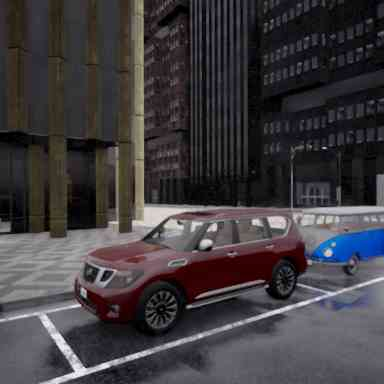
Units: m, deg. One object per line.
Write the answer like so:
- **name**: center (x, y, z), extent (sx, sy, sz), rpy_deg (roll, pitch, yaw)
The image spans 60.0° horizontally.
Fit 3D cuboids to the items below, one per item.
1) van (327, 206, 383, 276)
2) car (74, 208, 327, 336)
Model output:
- **van**: center (4.781, 1.337, 10.072), extent (3.998, 1.788, 1.690), rpy_deg (0, 0, -36)
- **car**: center (0.284, 1.313, 6.861), extent (5.009, 1.841, 2.192), rpy_deg (0, 0, -36)
